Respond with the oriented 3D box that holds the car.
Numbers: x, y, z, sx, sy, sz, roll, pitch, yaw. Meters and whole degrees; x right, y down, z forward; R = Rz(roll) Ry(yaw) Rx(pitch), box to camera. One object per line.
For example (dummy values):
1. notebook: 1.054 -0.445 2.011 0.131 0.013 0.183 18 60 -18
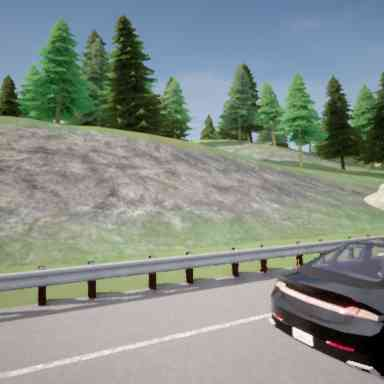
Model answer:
1. car: 3.430 1.490 5.058 4.902 1.511 2.128 0 0 -28
